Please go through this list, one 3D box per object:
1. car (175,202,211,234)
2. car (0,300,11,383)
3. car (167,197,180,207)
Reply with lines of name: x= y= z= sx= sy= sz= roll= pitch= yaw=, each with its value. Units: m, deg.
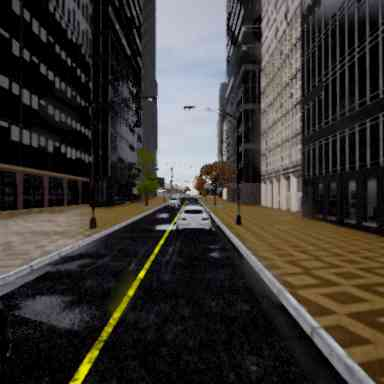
car: x=0.103 y=1.537 z=19.296 sx=1.812 sy=1.442 sz=4.674 roll=0 pitch=0 yaw=0
car: x=-2.850 y=1.493 z=1.570 sx=2.128 sy=1.511 sz=4.902 roll=0 pitch=0 yaw=0
car: x=-2.759 y=1.562 z=51.433 sx=1.812 sy=1.442 sz=4.674 roll=0 pitch=0 yaw=1
